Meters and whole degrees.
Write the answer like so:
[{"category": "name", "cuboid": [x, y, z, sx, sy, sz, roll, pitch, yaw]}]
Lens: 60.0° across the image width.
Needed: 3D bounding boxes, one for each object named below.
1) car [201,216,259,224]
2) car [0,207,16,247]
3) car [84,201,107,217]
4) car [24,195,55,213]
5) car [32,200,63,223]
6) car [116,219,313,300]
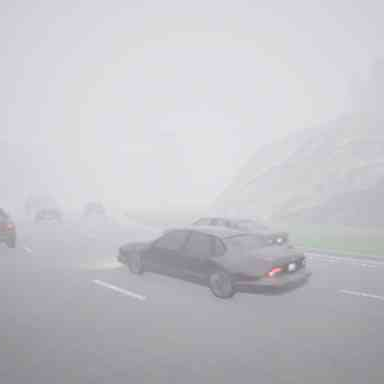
[{"category": "car", "cuboid": [1.104, 1.628, 12.646, 2.033, 1.411, 5.357, 1, 0, -44]}, {"category": "car", "cuboid": [-9.074, 1.373, 14.448, 2.097, 1.767, 4.553, 1, 0, -35]}, {"category": "car", "cuboid": [-9.454, 1.624, 32.628, 1.837, 1.490, 4.892, 0, 0, -13]}, {"category": "car", "cuboid": [-17.271, 1.319, 38.306, 2.150, 2.045, 5.566, 0, 0, -4]}, {"category": "car", "cuboid": [-11.244, 1.598, 26.279, 1.812, 1.442, 4.674, 0, 0, -20]}, {"category": "car", "cuboid": [0.247, 1.600, 8.624, 5.357, 1.411, 2.033, 0, 0, 43]}]
